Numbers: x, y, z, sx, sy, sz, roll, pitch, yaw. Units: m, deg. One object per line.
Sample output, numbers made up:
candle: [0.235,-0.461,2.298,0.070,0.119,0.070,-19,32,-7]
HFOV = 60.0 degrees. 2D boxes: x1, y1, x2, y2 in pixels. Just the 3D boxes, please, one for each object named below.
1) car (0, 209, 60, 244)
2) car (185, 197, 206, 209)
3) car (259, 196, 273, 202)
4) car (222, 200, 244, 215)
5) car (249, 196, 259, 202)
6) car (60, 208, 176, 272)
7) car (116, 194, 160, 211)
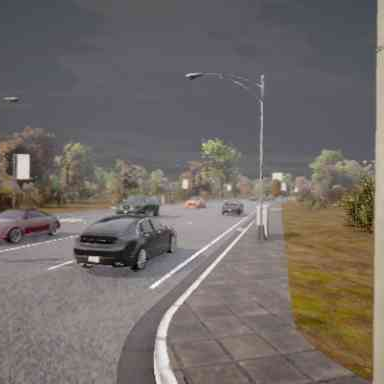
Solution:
car: [-8.099,1.500,15.537,1.994,1.385,4.181,1,0,15]
car: [0.536,1.471,48.314,2.097,1.767,4.553,1,0,15]
car: [20.235,2.004,90.805,2.033,1.411,5.357,1,0,19]
car: [4.406,1.633,35.408,2.128,1.511,4.902,1,0,15]
car: [16.913,2.019,91.909,1.895,1.301,4.718,1,0,19]
car: [-1.942,1.513,11.005,1.837,1.490,4.892,1,0,15]
car: [-4.569,1.233,29.088,2.150,2.045,5.566,1,0,15]
